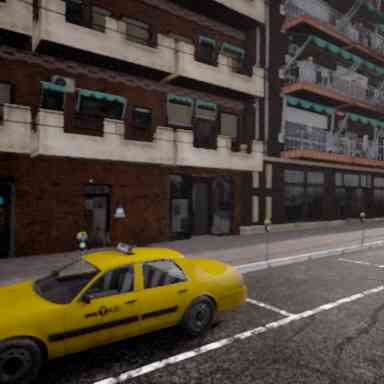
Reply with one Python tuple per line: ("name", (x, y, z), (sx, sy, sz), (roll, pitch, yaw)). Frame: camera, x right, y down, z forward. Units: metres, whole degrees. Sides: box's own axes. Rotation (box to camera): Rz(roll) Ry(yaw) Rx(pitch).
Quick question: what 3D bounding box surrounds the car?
("car", (-1.290, 1.527, 5.164), (4.829, 1.417, 1.752), (0, 1, -36))
